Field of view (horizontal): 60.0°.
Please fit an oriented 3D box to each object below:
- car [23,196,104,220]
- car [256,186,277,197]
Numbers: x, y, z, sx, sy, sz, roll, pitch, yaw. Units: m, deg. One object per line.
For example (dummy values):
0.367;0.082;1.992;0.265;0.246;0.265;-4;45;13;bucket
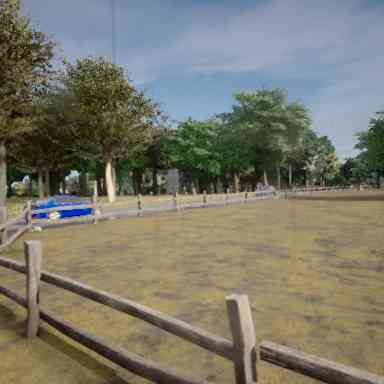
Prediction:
-7.793;0.974;20.629;1.882;1.535;5.008;-3;0;35;car
12.214;-0.218;54.828;2.097;1.767;4.553;-3;0;35;car
